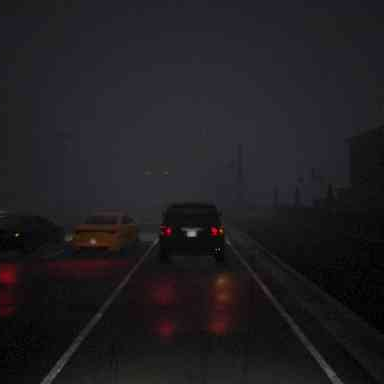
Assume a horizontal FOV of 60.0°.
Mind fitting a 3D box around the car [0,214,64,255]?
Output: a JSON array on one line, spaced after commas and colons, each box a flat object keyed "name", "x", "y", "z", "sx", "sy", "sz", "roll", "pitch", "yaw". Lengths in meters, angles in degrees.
[{"name": "car", "x": -6.981, "y": 1.662, "z": 13.901, "sx": 1.812, "sy": 1.442, "sz": 4.674, "roll": 0, "pitch": 0, "yaw": 0}]

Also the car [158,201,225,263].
[{"name": "car", "x": 0.005, "y": 1.349, "z": 12.566, "sx": 2.150, "sy": 2.045, "sz": 5.566, "roll": 0, "pitch": 0, "yaw": 0}]

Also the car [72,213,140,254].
[{"name": "car", "x": -3.478, "y": 1.618, "z": 14.263, "sx": 1.882, "sy": 1.535, "sz": 5.008, "roll": 0, "pitch": 0, "yaw": 0}]
